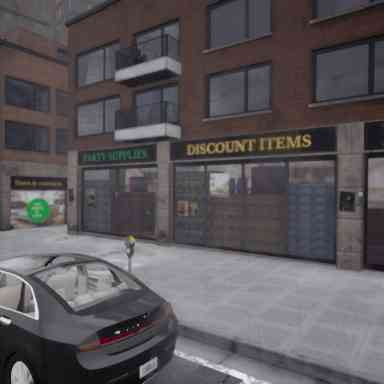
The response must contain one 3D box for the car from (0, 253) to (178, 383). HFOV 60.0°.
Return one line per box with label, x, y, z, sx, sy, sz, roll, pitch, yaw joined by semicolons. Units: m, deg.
car;-2.215;1.550;4.664;4.403;1.369;2.008;0;1;36
